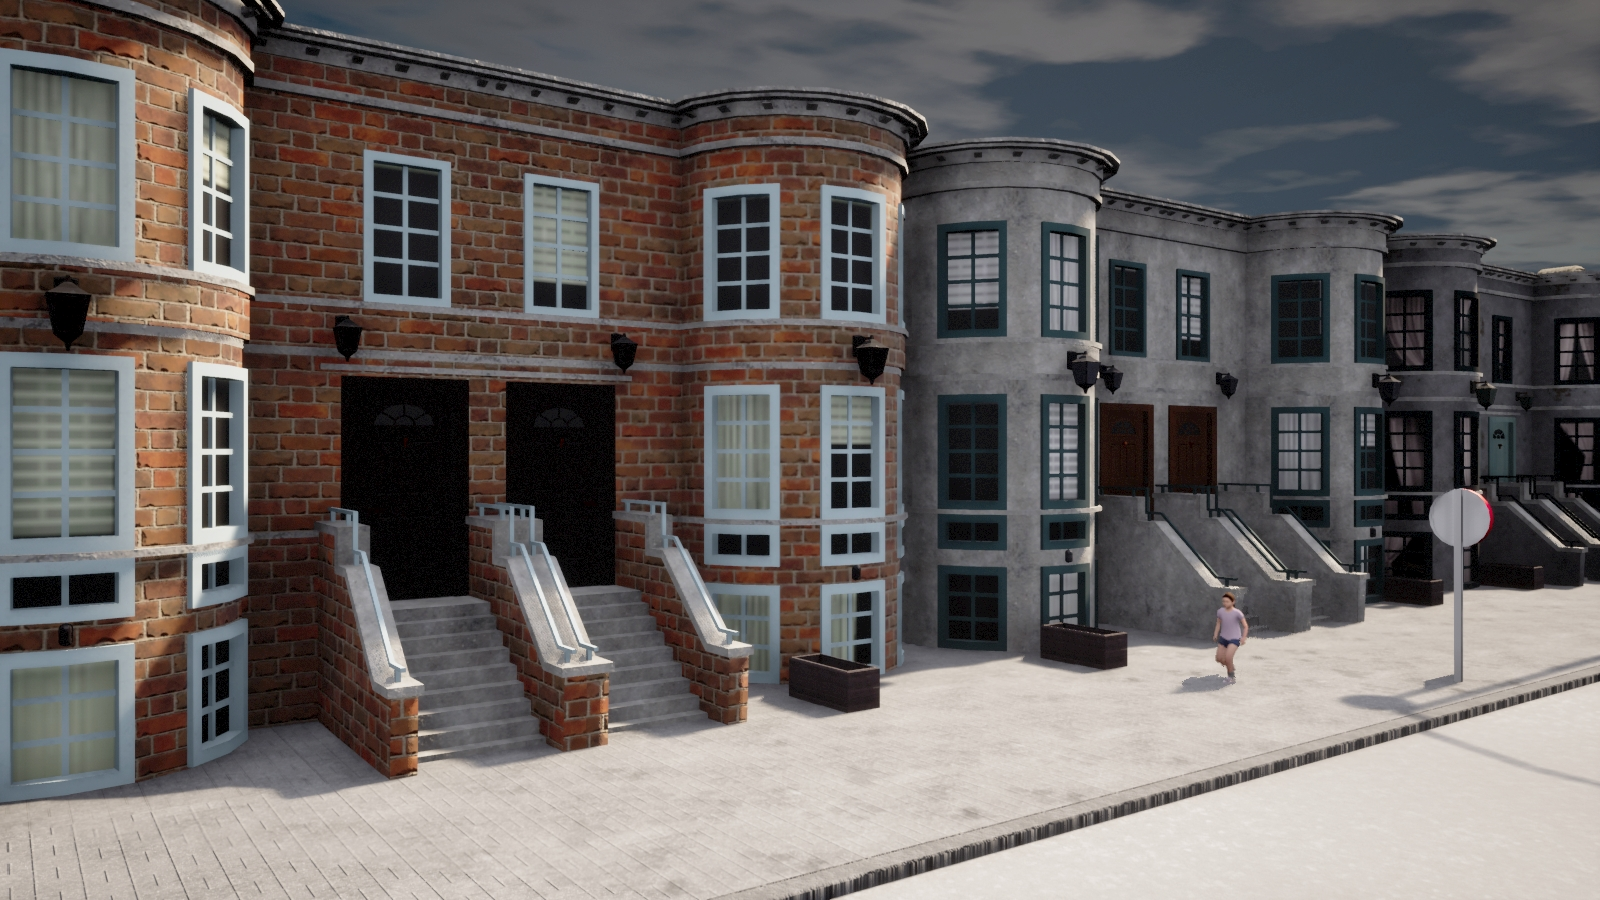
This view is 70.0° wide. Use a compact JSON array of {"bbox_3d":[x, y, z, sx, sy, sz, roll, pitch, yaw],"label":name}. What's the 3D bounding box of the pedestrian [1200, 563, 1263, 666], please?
[{"bbox_3d":[5.030,1.904,13.321,0.500,1.100,0.500,0,0,-37],"label":"pedestrian"}]
